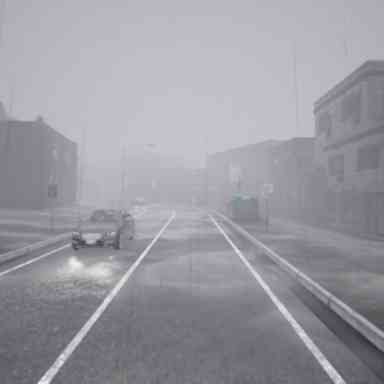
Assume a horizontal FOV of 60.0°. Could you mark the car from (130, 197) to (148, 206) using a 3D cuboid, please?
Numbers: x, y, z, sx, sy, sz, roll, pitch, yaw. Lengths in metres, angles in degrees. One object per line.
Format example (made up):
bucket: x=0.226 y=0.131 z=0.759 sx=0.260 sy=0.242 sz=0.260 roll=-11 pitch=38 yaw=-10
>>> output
car: x=-9.067 y=1.575 z=56.271 sx=1.812 sy=1.442 sz=4.674 roll=1 pitch=0 yaw=-28

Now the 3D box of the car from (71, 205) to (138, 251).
car: x=-3.607 y=1.513 z=14.317 sx=2.128 sy=1.511 sz=4.902 roll=0 pitch=0 yaw=0
